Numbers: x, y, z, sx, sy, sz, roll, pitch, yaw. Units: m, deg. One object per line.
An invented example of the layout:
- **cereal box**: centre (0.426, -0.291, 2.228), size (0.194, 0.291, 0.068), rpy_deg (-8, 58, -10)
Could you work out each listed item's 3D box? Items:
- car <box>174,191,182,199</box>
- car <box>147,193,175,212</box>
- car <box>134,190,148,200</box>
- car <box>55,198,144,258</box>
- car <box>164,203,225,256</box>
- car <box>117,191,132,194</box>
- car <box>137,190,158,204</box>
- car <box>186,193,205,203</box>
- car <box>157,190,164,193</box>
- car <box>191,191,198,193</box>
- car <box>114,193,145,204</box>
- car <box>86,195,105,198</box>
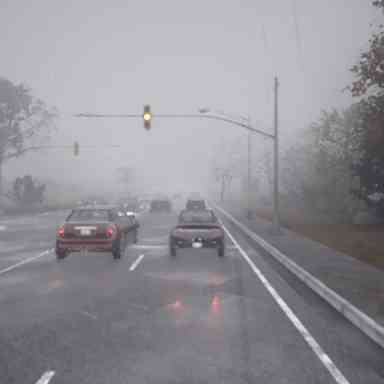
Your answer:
- **car**: centre (-2.920, 0.550, 65.591), size (1.812, 1.442, 4.674), rpy_deg (0, 3, 1)
- **car**: centre (-3.124, 1.227, 34.439), size (1.882, 1.535, 5.008), rpy_deg (0, 0, 1)
- **car**: centre (-9.950, 0.548, 64.821), size (1.882, 1.535, 5.008), rpy_deg (0, 4, 1)
- **car**: centre (-3.321, 1.260, 12.546), size (2.097, 1.767, 4.553), rpy_deg (0, 0, 0)
- **car**: centre (0.178, 1.399, 12.653), size (2.128, 1.511, 4.902), rpy_deg (0, 0, 0)
- **car**: centre (-10.149, 0.855, 49.709), size (2.150, 2.045, 5.566), rpy_deg (0, 1, 1)
- **car**: centre (-6.666, 0.996, 48.837), size (2.097, 1.767, 4.553), rpy_deg (0, 0, 1)
- **car**: centre (0.379, 1.225, 34.645), size (1.882, 1.535, 5.008), rpy_deg (0, 0, 1)
- **car**: centre (-6.461, 0.453, 64.304), size (2.097, 1.767, 4.553), rpy_deg (0, 3, 1)
- **car**: centre (0.576, 0.597, 65.143), size (2.033, 1.411, 5.357), rpy_deg (0, 3, 1)
- **car**: centre (-6.803, 1.226, 36.160), size (2.128, 1.511, 4.902), rpy_deg (0, 1, 0)
- **car**: centre (-10.313, 1.099, 34.862), size (2.097, 1.767, 4.553), rpy_deg (0, 0, 1)
